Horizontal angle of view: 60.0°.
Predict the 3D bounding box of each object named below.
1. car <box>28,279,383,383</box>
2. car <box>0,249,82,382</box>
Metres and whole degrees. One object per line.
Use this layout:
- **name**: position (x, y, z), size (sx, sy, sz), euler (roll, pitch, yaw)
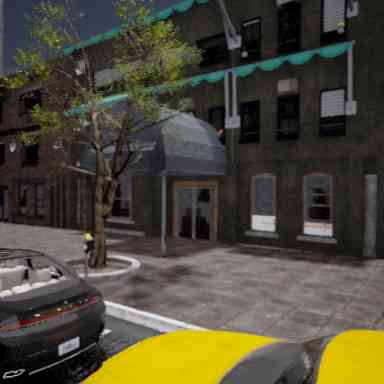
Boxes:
- **car**: position (1.181, 1.526, 2.003), size (4.829, 1.417, 1.752), euler (0, 1, 36)
- **car**: position (-3.214, 1.575, 5.156), size (4.403, 1.369, 2.008), euler (0, 1, 36)
